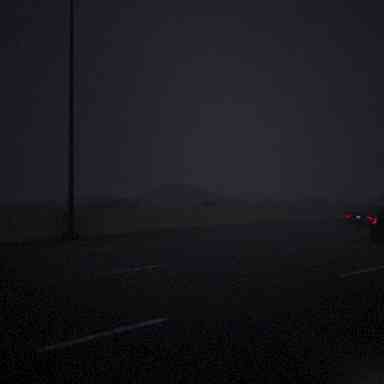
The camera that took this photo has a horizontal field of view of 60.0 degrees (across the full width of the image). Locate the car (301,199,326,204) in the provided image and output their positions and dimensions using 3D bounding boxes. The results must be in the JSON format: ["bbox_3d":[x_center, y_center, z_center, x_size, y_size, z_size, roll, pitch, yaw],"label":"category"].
[{"bbox_3d":[14.687,1.214,40.562,4.674,1.442,1.812,0,1,-25],"label":"car"}]

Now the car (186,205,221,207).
[{"bbox_3d":[0.658,1.345,25.162,4.718,1.301,1.895,0,1,-31],"label":"car"}]

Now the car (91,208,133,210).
[{"bbox_3d":[-7.781,1.212,32.306,4.718,1.301,1.895,0,1,-32],"label":"car"}]

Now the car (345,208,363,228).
[{"bbox_3d":[11.303,1.428,19.315,5.357,1.411,2.033,0,1,-28],"label":"car"}]

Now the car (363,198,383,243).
[{"bbox_3d":[9.722,1.274,14.090,4.553,1.767,2.097,0,1,-30],"label":"car"}]
